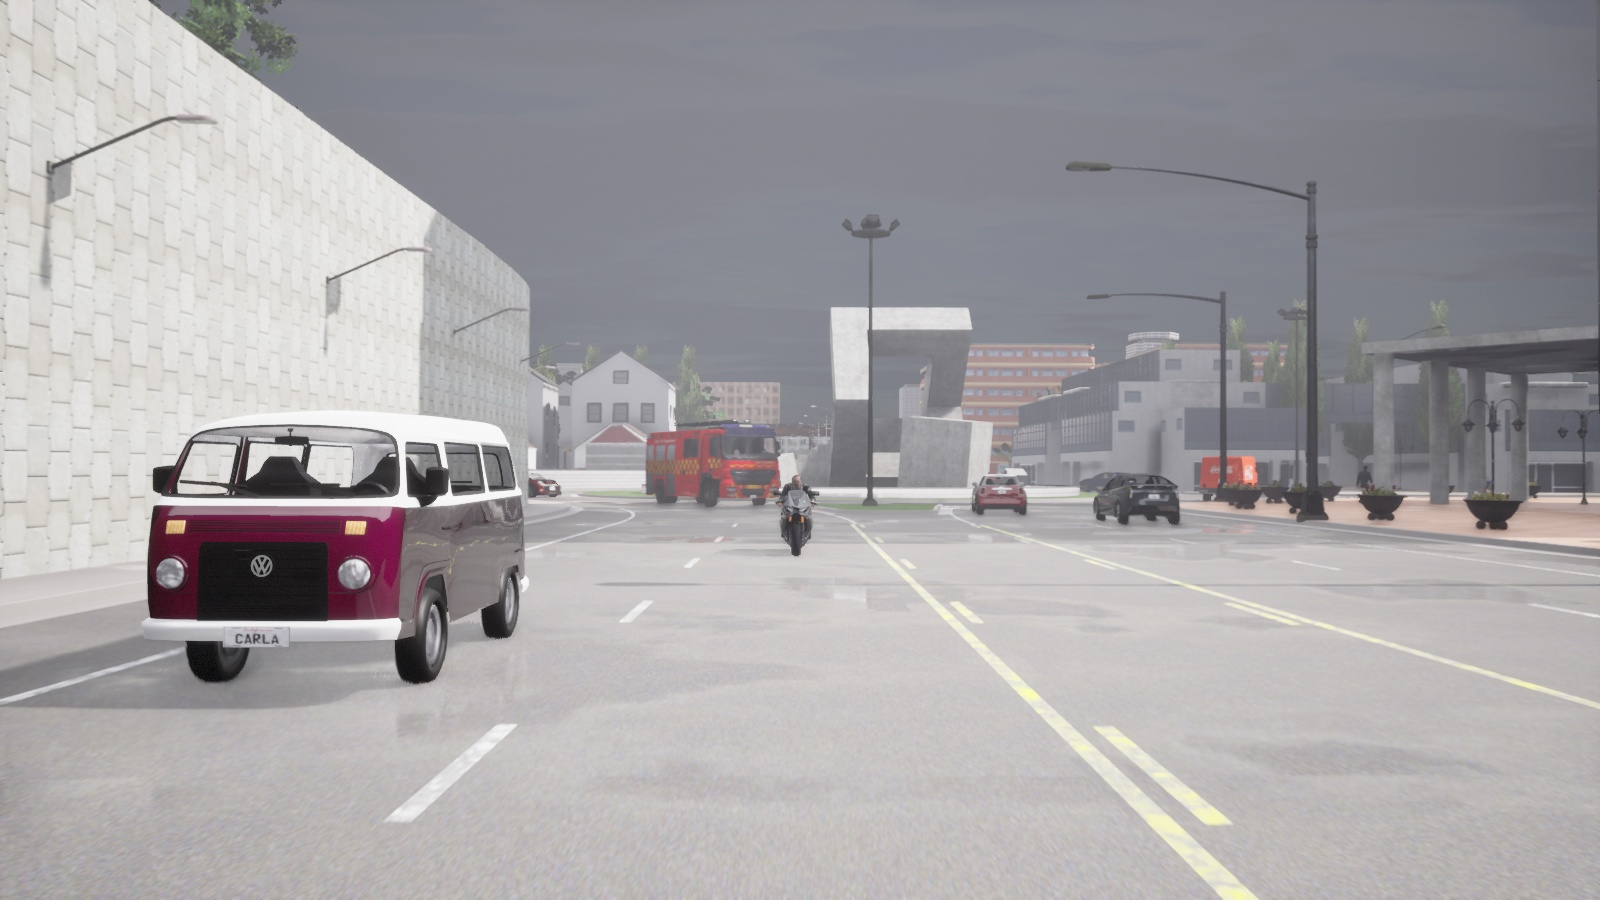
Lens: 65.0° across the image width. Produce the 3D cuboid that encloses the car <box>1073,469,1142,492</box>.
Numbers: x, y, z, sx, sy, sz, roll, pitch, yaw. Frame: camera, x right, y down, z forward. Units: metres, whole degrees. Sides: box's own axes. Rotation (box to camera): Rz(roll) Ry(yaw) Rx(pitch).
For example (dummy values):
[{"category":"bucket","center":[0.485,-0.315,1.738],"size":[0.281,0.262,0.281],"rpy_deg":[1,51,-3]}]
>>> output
[{"category":"car","center":[22.759,2.210,92.993],"size":[2.033,1.649,4.856],"rpy_deg":[1,-1,-34]}]

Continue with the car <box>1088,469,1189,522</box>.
[{"category":"car","center":[10.474,1.376,39.213],"size":[2.007,1.525,4.514],"rpy_deg":[0,-1,1]}]

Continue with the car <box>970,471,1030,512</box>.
[{"category":"car","center":[7.493,1.544,47.451],"size":[1.970,1.475,3.806],"rpy_deg":[0,-1,5]}]

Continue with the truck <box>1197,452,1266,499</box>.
[{"category":"truck","center":[23.990,1.399,69.699],"size":[2.627,2.467,5.204],"rpy_deg":[0,-1,31]}]

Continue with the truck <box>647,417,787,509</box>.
[{"category":"truck","center":[-3.950,0.622,57.116],"size":[2.891,3.827,8.468],"rpy_deg":[0,-1,-30]}]

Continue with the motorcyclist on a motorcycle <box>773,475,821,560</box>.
[{"category":"motorcyclist on a motorcycle","center":[-0.058,1.249,23.825],"size":[0.866,1.530,2.191],"rpy_deg":[0,-1,0]}]

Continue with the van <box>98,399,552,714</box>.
[{"category":"van","center":[-3.527,0.726,10.403],"size":[2.069,2.038,4.480],"rpy_deg":[0,-1,0]}]

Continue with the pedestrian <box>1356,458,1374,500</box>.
[{"category":"pedestrian","center":[26.446,1.364,58.791],"size":[0.788,1.949,0.423],"rpy_deg":[1,-1,-38]}]

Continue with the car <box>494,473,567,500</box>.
[{"category":"car","center":[-15.259,2.030,71.036],"size":[3.806,1.475,1.970],"rpy_deg":[-1,-1,35]}]
